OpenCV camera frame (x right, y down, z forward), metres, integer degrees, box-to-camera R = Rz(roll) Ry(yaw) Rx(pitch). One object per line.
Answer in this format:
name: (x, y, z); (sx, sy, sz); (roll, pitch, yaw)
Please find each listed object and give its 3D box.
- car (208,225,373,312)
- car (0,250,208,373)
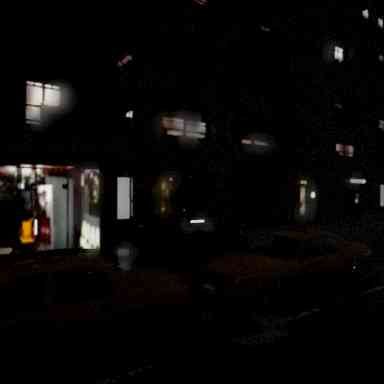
car: (2.288, 1.490, 7.647); (4.829, 1.417, 1.752); (0, 1, -35)
car: (-2.269, 1.520, 4.455); (4.829, 1.417, 1.752); (0, 1, -35)
